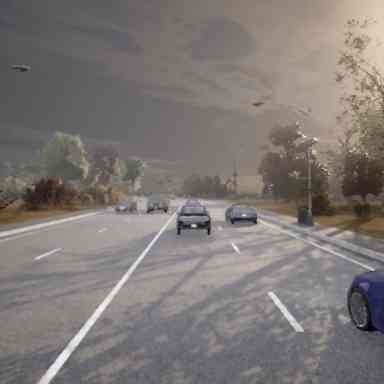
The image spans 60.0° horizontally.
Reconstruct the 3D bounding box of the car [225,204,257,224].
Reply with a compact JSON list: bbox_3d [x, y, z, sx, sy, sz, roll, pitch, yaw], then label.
[{"bbox_3d":[3.603,1.566,24.959,1.994,1.385,4.181,0,0,0],"label":"car"}]

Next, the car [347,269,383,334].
[{"bbox_3d":[3.601,1.526,3.859,1.812,1.442,4.674,0,0,0],"label":"car"}]

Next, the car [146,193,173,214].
[{"bbox_3d":[-3.589,1.224,36.076,2.150,2.045,5.566,0,0,0],"label":"car"}]

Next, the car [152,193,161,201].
[{"bbox_3d":[-8.451,1.188,78.666,2.097,1.767,4.553,0,0,-5],"label":"car"}]

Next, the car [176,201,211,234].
[{"bbox_3d":[0.102,1.493,19.295,2.128,1.511,4.902,0,0,0],"label":"car"}]

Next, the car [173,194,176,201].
[{"bbox_3d":[-4.818,1.134,77.730,2.097,1.767,4.553,0,0,-5],"label":"car"}]

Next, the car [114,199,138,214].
[{"bbox_3d":[-7.090,1.496,36.165,2.128,1.511,4.902,0,0,0],"label":"car"}]
